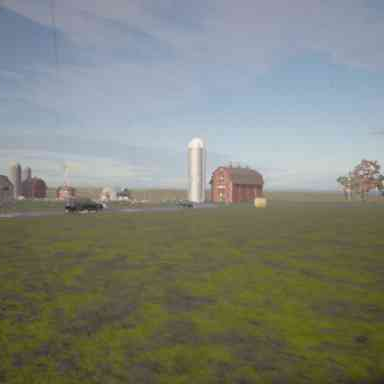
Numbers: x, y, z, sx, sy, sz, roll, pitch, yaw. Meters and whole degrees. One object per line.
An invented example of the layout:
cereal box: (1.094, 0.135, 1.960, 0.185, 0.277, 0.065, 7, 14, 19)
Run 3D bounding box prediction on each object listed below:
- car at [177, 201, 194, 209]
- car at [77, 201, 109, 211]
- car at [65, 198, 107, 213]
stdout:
car: (-1.291, 2.589, 68.142, 1.837, 1.490, 4.892, 1, -1, 28)
car: (-15.643, 2.267, 52.930, 1.812, 1.442, 4.674, 1, -1, 37)
car: (-15.544, 1.928, 48.133, 2.150, 2.045, 5.566, 1, -1, 37)
